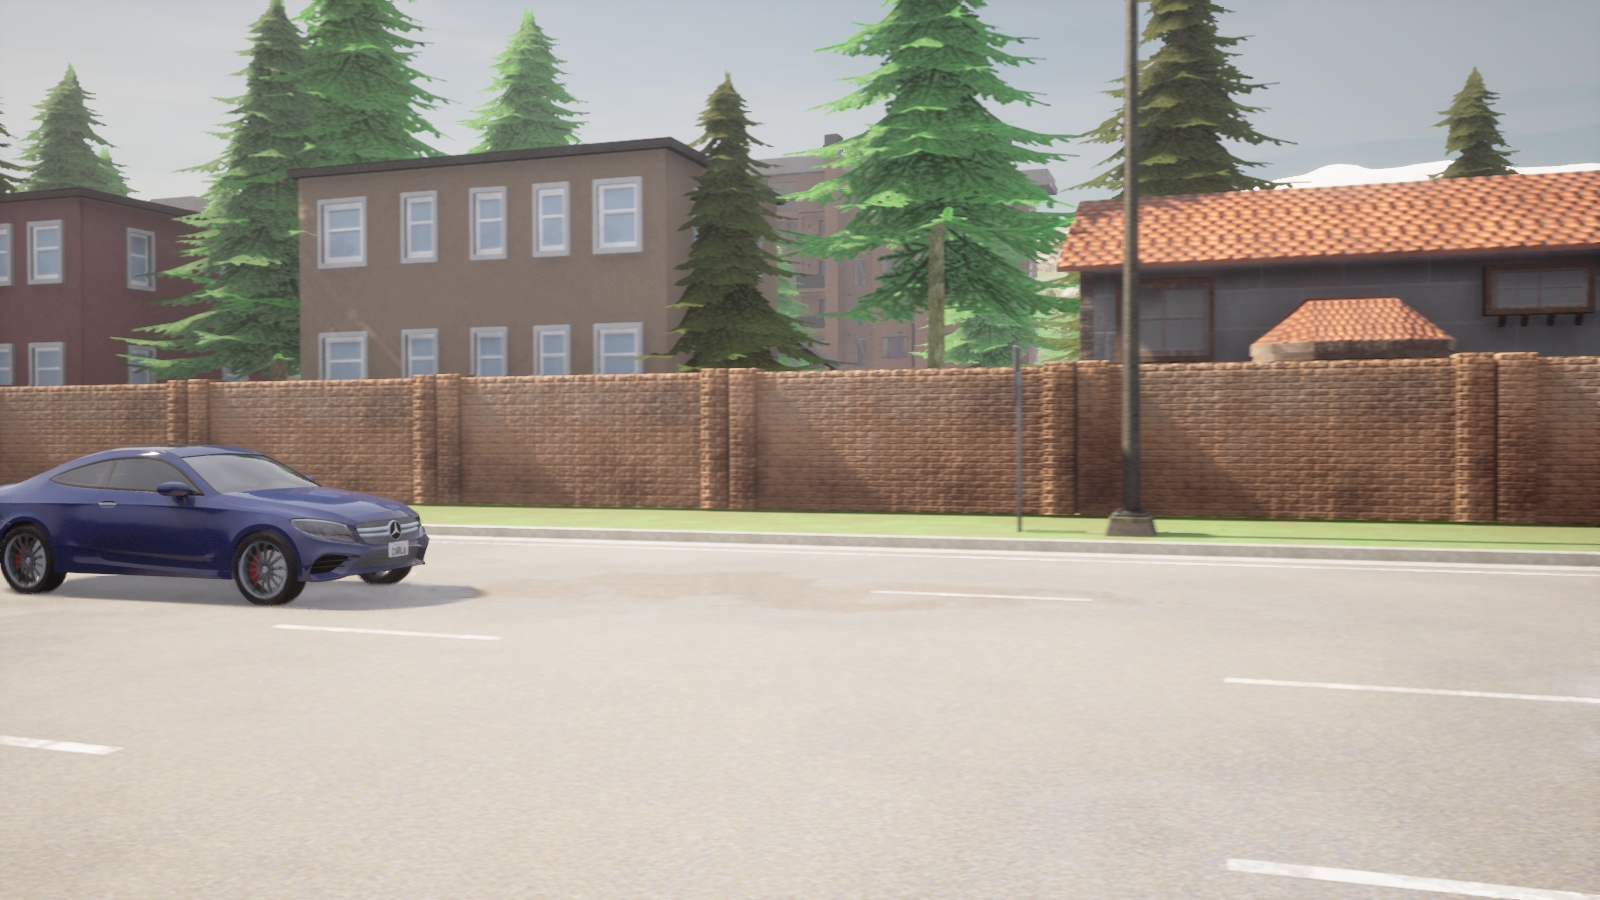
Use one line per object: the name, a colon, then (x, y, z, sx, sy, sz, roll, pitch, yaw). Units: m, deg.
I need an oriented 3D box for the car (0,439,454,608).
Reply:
car: (-6.003, 0.628, 12.599, 4.674, 1.442, 1.812, 1, 1, 19)
